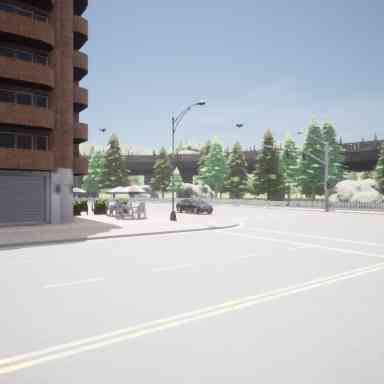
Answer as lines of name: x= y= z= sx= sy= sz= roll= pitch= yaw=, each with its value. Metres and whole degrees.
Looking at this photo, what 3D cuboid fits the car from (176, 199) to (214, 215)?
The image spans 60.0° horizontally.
car: x=0.215 y=1.449 z=33.960 sx=1.837 sy=1.490 sz=4.892 roll=0 pitch=0 yaw=-36
